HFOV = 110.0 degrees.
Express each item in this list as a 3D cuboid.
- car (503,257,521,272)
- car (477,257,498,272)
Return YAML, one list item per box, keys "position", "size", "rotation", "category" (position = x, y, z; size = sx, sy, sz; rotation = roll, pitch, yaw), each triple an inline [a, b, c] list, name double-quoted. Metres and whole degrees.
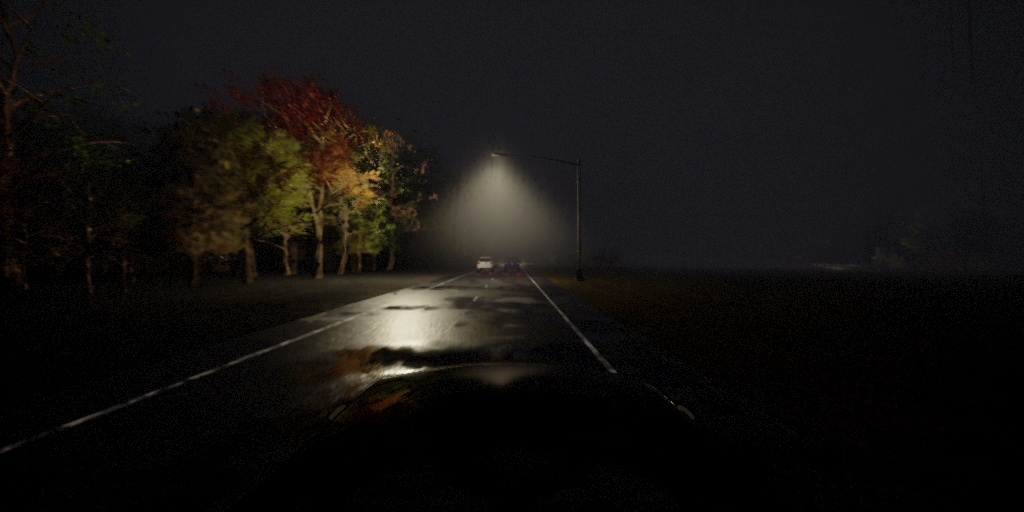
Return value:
- position: [0.007, 1.109, 48.828]
  size: [2.150, 2.045, 5.566]
  rotation: [0, 0, 0]
  category: "car"
- position: [-3.493, 1.109, 48.828]
  size: [2.150, 2.045, 5.566]
  rotation: [0, 0, 0]
  category: "car"
